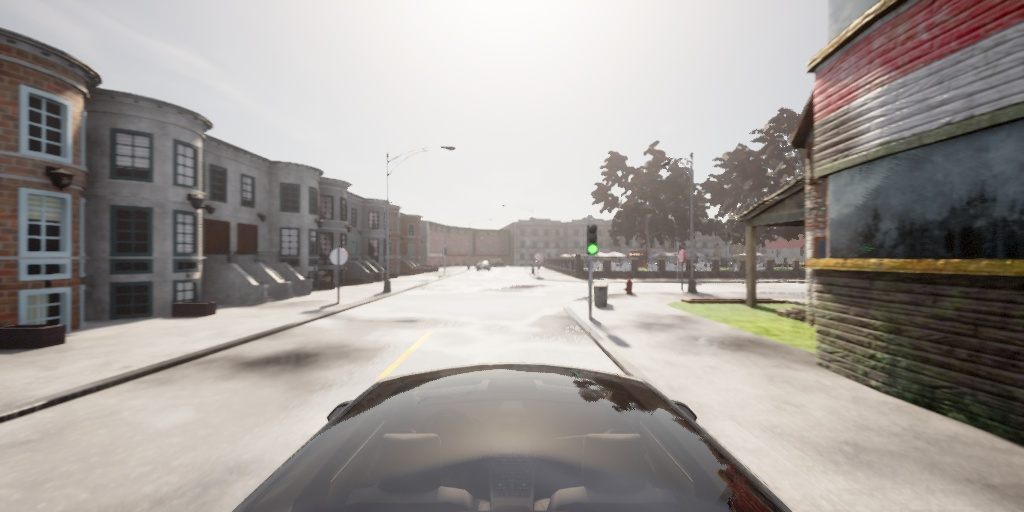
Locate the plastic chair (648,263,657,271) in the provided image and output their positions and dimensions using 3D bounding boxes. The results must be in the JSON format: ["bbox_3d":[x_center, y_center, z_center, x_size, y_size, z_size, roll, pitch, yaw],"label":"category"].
[{"bbox_3d":[14.266,1.412,35.516,0.730,1.272,0.750,0,0,-40],"label":"plastic chair"}]

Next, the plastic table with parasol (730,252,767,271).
[{"bbox_3d":[23.739,0.775,35.553,2.482,2.480,2.482,0,0,-40],"label":"plastic table with parasol"}]

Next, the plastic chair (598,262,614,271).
[{"bbox_3d":[9.036,1.428,34.515,0.730,1.272,0.750,0,0,-40],"label":"plastic chair"}]

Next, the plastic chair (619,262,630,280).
[{"bbox_3d":[10.969,1.427,34.286,0.750,1.272,0.730,0,0,-35],"label":"plastic chair"}]

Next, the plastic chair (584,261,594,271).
[{"bbox_3d":[8.595,1.401,39.005,0.730,1.272,0.750,0,0,-40],"label":"plastic chair"}]

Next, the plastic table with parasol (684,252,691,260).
[{"bbox_3d":[18.262,0.776,40.249,2.482,2.480,2.482,0,0,-42],"label":"plastic table with parasol"}]

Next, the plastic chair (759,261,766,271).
[{"bbox_3d":[24.639,1.404,34.580,0.750,1.272,0.730,0,0,-35],"label":"plastic chair"}]

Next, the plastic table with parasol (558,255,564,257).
[{"bbox_3d":[9.221,0.896,61.535,2.482,2.480,2.482,0,0,0],"label":"plastic table with parasol"}]

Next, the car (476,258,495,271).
[{"bbox_3d":[-4.084,1.375,51.418,2.128,1.511,4.902,0,0,0],"label":"car"}]

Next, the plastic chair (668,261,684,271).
[{"bbox_3d":[16.199,1.399,35.288,0.750,1.272,0.730,0,0,-35],"label":"plastic chair"}]

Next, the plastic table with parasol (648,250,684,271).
[{"bbox_3d":[15.297,0.798,36.261,2.482,2.480,2.482,0,0,-40],"label":"plastic table with parasol"}]

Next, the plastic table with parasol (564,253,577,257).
[{"bbox_3d":[10.018,0.771,53.839,2.482,2.480,2.482,0,0,-38],"label":"plastic table with parasol"}]

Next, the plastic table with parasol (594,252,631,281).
[{"bbox_3d":[10.067,0.826,35.259,2.482,2.480,2.482,0,0,-40],"label":"plastic table with parasol"}]

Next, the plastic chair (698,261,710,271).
[{"bbox_3d":[22.899,1.398,42.525,0.750,1.272,0.730,0,0,-34],"label":"plastic chair"}]

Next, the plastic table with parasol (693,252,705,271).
[{"bbox_3d":[22.055,0.733,43.518,2.482,2.480,2.482,0,0,-39],"label":"plastic table with parasol"}]

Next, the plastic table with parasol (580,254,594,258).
[{"bbox_3d":[9.626,0.802,39.749,2.482,2.480,2.482,0,0,-40],"label":"plastic table with parasol"}]

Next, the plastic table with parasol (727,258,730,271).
[{"bbox_3d":[26.476,0.799,40.874,2.482,2.480,2.482,0,0,-40],"label":"plastic table with parasol"}]

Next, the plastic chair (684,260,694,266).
[{"bbox_3d":[19.150,1.406,39.297,0.750,1.272,0.730,0,0,-35],"label":"plastic chair"}]
